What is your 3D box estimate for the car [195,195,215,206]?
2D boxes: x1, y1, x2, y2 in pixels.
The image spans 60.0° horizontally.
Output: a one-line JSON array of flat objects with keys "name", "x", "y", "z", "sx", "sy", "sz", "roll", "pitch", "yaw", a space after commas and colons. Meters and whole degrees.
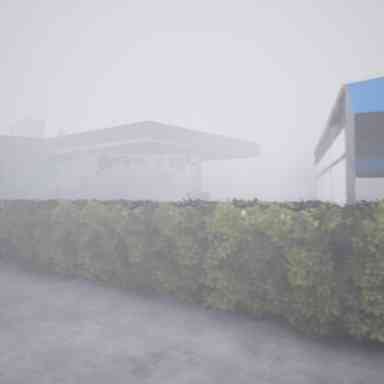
[{"name": "car", "x": 2.377, "y": 1.452, "z": 60.420, "sx": 1.905, "sy": 1.878, "sz": 3.866, "roll": -1, "pitch": 0, "yaw": 35}]

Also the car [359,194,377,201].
[{"name": "car", "x": 27.505, "y": 1.408, "z": 51.388, "sx": 1.845, "sy": 1.501, "sz": 3.633, "roll": -1, "pitch": 0, "yaw": 35}]

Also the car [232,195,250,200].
[{"name": "car", "x": 9.600, "y": 1.437, "z": 64.952, "sx": 1.932, "sy": 1.855, "sz": 4.605, "roll": -1, "pitch": 0, "yaw": 35}]

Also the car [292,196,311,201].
[{"name": "car", "x": 19.366, "y": 1.498, "z": 57.185, "sx": 2.007, "sy": 1.523, "sz": 4.514, "roll": -1, "pitch": 0, "yaw": 35}]

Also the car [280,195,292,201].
[{"name": "car", "x": 22.190, "y": 1.461, "z": 77.342, "sx": 2.152, "sy": 1.636, "sz": 5.027, "roll": -1, "pitch": 0, "yaw": 35}]

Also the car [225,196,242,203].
[{"name": "car", "x": 9.705, "y": 1.717, "z": 77.132, "sx": 2.007, "sy": 1.523, "sz": 4.514, "roll": -1, "pitch": 0, "yaw": 35}]

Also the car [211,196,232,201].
[{"name": "car", "x": 4.743, "y": 1.699, "z": 58.001, "sx": 1.970, "sy": 1.475, "sz": 3.806, "roll": -1, "pitch": 0, "yaw": 35}]

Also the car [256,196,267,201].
[{"name": "car", "x": 16.762, "y": 1.612, "z": 80.778, "sx": 1.970, "sy": 1.475, "sz": 3.806, "roll": -1, "pitch": 0, "yaw": 35}]

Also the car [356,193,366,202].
[{"name": "car", "x": 35.252, "y": 1.229, "z": 68.625, "sx": 1.932, "sy": 1.855, "sz": 4.605, "roll": -1, "pitch": 0, "yaw": 35}]
